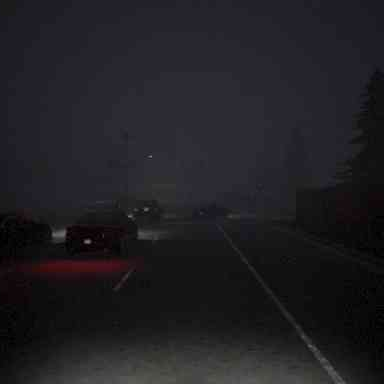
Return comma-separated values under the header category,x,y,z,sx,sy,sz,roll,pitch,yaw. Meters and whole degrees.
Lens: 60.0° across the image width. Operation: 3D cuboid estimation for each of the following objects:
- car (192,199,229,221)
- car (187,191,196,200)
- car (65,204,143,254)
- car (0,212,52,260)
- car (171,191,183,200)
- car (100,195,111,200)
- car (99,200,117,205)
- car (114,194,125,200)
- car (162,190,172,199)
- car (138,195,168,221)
category,x,y,z,sx,sy,sz,roll,pitch,yaw
car,1.644,1.511,28.262,1.882,1.535,5.008,-1,0,22
car,-0.117,0.896,87.215,2.150,2.045,5.566,0,3,0
car,-3.449,1.493,13.541,1.882,1.535,5.008,0,0,1
car,-6.959,1.506,12.399,2.128,1.511,4.902,0,0,0
car,-3.619,1.005,87.558,2.097,1.767,4.553,0,3,0
car,-21.082,1.462,81.029,2.128,1.511,4.902,0,1,0
car,-6.952,1.597,27.695,1.994,1.385,4.181,0,0,1
car,-17.582,1.292,81.076,2.097,1.767,4.553,0,1,0
car,-7.119,1.126,87.575,1.882,1.535,5.008,0,3,0
car,-3.456,1.383,27.309,2.097,1.767,4.553,0,0,1
